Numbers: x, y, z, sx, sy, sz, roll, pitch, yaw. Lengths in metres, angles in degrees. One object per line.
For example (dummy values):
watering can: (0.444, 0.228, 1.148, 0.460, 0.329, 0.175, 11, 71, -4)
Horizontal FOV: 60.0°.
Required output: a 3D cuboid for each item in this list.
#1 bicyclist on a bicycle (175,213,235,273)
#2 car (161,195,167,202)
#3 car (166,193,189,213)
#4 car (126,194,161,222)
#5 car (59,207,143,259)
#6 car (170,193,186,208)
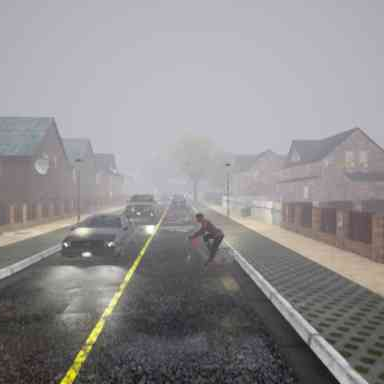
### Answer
bicyclist on a bicycle: (0.364, 1.398, 9.081, 1.656, 1.620, 0.582, 0, 0, -2)
car: (-5.605, 1.313, 68.807, 1.882, 1.535, 5.008, 0, 0, -2)
car: (-1.386, 1.282, 35.807, 2.097, 1.767, 4.553, 0, 0, -2)
car: (-3.882, 1.178, 26.299, 2.150, 2.045, 5.566, 0, 0, -2)
car: (-3.330, 1.528, 12.873, 2.033, 1.411, 5.357, 0, 0, -2)
car: (-1.885, 1.121, 46.781, 2.150, 2.045, 5.566, 0, 0, -1)
